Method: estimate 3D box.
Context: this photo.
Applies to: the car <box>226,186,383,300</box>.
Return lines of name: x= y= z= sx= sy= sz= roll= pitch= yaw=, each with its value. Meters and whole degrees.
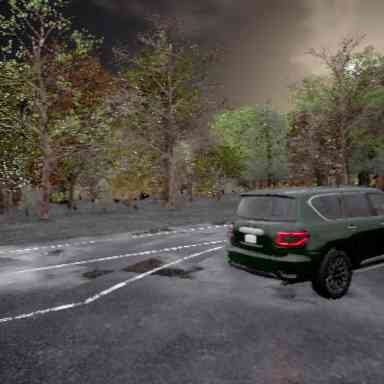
car: x=3.366 y=0.874 z=7.752 sx=5.566 sy=2.045 sz=2.150 roll=-3 pitch=2 yaw=-32
